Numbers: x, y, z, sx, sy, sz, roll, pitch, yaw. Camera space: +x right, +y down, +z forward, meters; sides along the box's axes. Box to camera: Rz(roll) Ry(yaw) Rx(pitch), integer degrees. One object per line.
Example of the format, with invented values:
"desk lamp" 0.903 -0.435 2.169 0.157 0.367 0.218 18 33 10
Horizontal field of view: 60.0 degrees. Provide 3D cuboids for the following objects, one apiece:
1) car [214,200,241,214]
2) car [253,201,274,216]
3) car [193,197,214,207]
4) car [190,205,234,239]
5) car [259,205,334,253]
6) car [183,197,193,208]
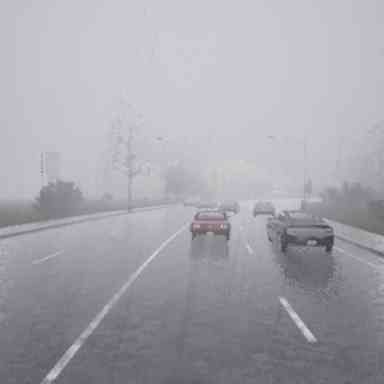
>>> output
"car" 4.020 1.526 35.116 2.033 1.411 5.357 0 0 13
"car" 6.948 1.554 32.011 1.994 1.385 4.181 0 0 12
"car" 1.911 1.528 41.663 1.994 1.385 4.181 0 0 16
"car" 1.047 1.587 17.263 1.895 1.301 4.718 0 0 6
"car" 4.236 1.489 13.619 2.128 1.511 4.902 0 0 4
"car" 0.152 1.452 48.118 1.837 1.490 4.892 0 0 18
